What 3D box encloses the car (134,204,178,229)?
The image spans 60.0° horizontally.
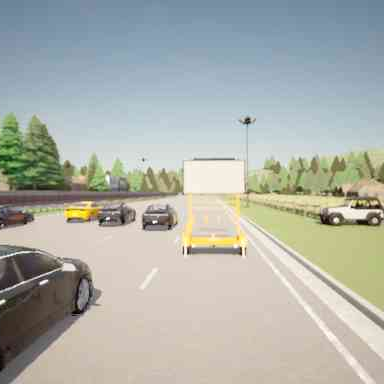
[{"bbox_3d":[-2.043,1.550,21.899,2.128,1.511,4.902,0,0,3],"label":"car"}]

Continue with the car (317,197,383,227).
[{"bbox_3d":[10.270,1.250,21.391,3.866,1.878,1.905,0,0,3],"label":"car"}]

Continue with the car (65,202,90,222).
[{"bbox_3d":[-8.732,1.559,27.557,1.882,1.535,5.008,0,0,3],"label":"car"}]

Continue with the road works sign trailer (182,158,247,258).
[{"bbox_3d":[0.854,0.495,12.906,2.380,3.560,2.880,0,0,3],"label":"road works sign trailer"}]

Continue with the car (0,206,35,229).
[{"bbox_3d":[-12.556,1.621,21.916,2.033,1.411,5.357,0,0,3],"label":"car"}]

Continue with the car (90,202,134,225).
[{"bbox_3d":[-5.406,1.560,24.414,2.128,1.511,4.902,0,0,3],"label":"car"}]

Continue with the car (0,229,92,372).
[{"bbox_3d":[-3.008,1.520,4.795,1.837,1.490,4.892,0,-1,3],"label":"car"}]
